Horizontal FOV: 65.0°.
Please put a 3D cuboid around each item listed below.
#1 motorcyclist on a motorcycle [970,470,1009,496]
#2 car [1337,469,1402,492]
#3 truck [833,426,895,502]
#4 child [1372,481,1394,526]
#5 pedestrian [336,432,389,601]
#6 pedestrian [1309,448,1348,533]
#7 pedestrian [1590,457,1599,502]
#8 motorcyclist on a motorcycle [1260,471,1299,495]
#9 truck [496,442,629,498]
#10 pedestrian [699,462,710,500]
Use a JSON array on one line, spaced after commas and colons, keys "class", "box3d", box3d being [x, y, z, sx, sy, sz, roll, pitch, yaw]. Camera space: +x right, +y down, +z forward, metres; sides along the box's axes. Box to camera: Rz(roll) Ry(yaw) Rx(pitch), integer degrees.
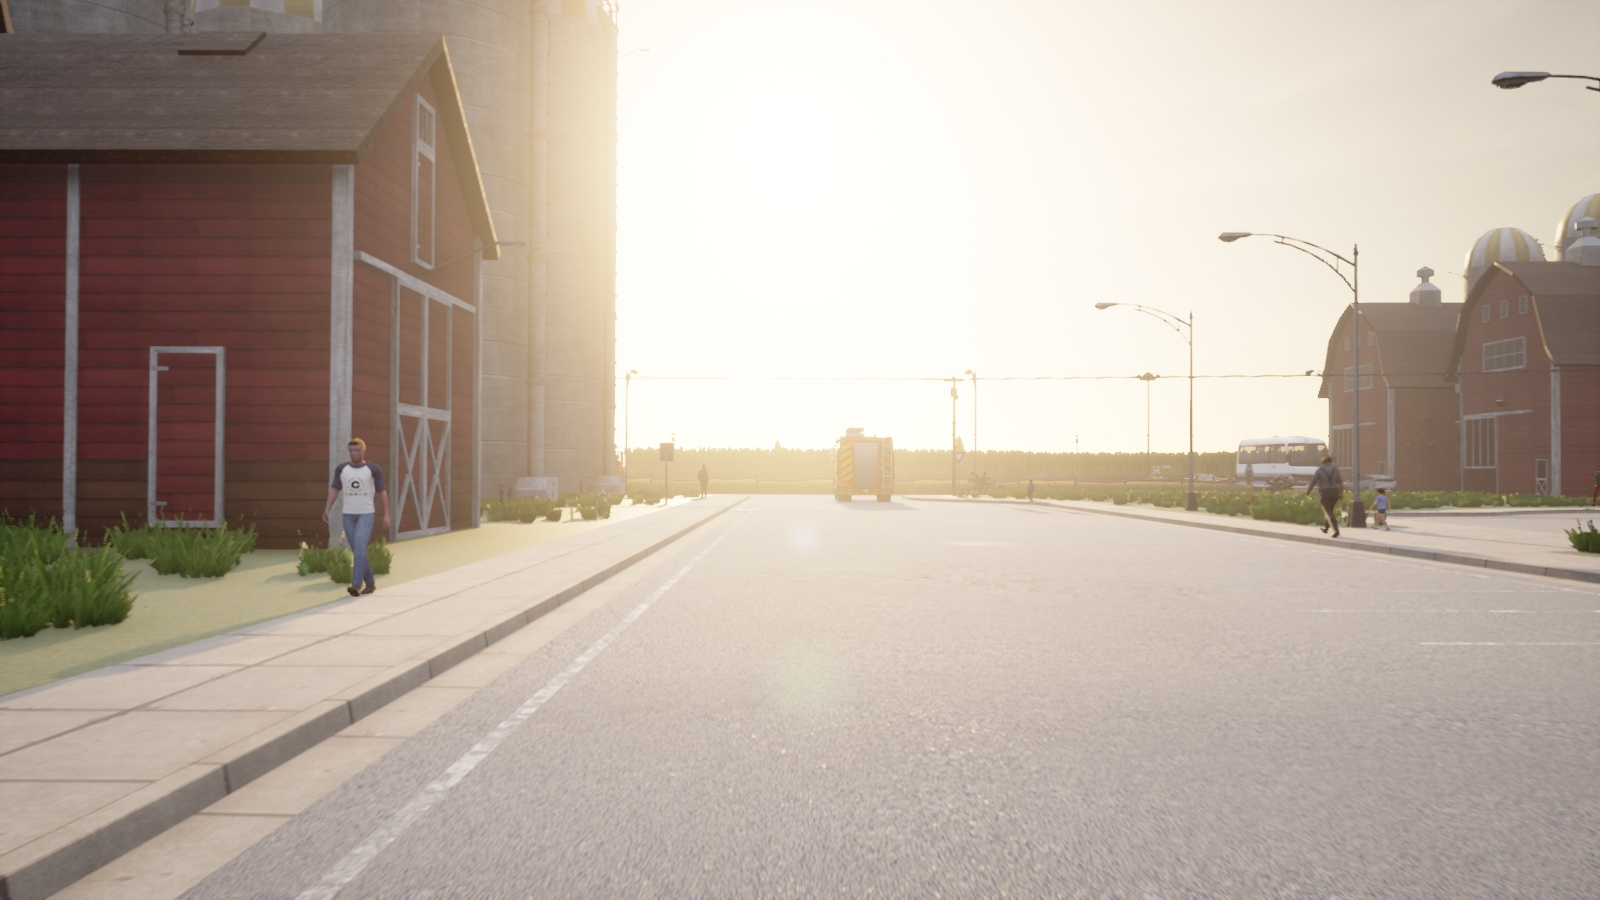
[{"class": "motorcyclist on a motorcycle", "box3d": [12.027, 2.076, 79.821, 2.350, 1.649, 0.766, 0, -1, 1]}, {"class": "car", "box3d": [38.021, 2.031, 83.971, 2.007, 1.525, 4.514, 0, -1, -4]}, {"class": "truck", "box3d": [3.331, 0.792, 67.796, 2.891, 3.827, 8.468, 0, -1, 0]}, {"class": "child", "box3d": [14.474, 1.325, 31.180, 0.255, 1.110, 0.394, 0, -1, -31]}, {"class": "pedestrian", "box3d": [-4.865, 0.728, 13.989, 0.354, 1.836, 0.706, 0, -1, -1]}, {"class": "pedestrian", "box3d": [11.651, 0.895, 27.702, 0.540, 1.848, 0.694, 0, -1, 0]}, {"class": "pedestrian", "box3d": [33.388, 1.230, 52.477, 0.614, 1.847, 0.353, 0, -1, -29]}, {"class": "motorcyclist on a motorcycle", "box3d": [30.642, 2.083, 80.262, 2.191, 1.530, 0.866, 0, -1, -13]}, {"class": "truck", "box3d": [-15.112, 1.258, 80.165, 7.936, 3.462, 2.891, 0, -1, 1]}, {"class": "pedestrian", "box3d": [-4.972, 1.602, 65.267, 0.423, 1.949, 0.788, 0, -1, 8]}]
